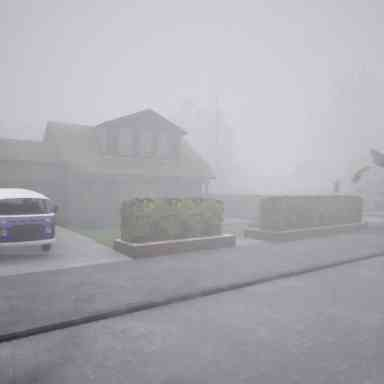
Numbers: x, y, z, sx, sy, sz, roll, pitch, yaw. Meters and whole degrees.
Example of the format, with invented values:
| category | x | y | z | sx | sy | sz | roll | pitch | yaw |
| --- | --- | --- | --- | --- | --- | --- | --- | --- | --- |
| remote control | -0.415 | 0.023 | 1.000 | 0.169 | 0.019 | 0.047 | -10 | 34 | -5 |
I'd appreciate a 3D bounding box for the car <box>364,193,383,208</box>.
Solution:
| category | x | y | z | sx | sy | sz | roll | pitch | yaw |
| --- | --- | --- | --- | --- | --- | --- | --- | --- | --- |
| car | 23.130 | 0.985 | 40.297 | 3.866 | 1.878 | 1.905 | 0 | 0 | 0 |
